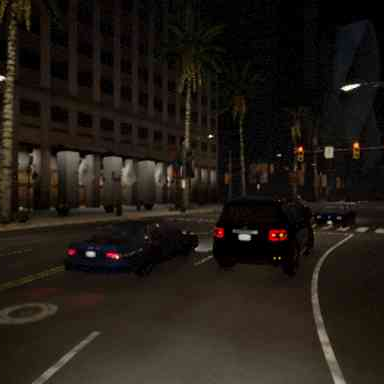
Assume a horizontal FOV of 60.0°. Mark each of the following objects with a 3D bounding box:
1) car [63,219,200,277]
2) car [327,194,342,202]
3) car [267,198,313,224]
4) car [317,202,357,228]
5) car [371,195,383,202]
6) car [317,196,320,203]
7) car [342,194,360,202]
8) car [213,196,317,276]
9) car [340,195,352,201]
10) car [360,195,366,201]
[{"bbox_3d":[-1.507,1.559,10.405,2.033,1.411,5.357,0,0,22],"label":"car"},{"bbox_3d":[31.256,1.575,73.464,1.837,1.490,4.892,0,0,34],"label":"car"},{"bbox_3d":[7.603,1.377,25.585,2.097,1.767,4.553,0,0,34],"label":"car"},{"bbox_3d":[9.880,1.624,22.707,1.895,1.301,4.718,0,0,34],"label":"car"},{"bbox_3d":[45.400,1.435,81.949,2.097,1.767,4.553,0,0,33],"label":"car"},{"bbox_3d":[26.193,1.586,71.649,2.161,1.482,4.786,0,0,33],"label":"car"},{"bbox_3d":[34.186,1.550,71.548,1.882,1.535,5.008,0,0,34],"label":"car"},{"bbox_3d":[2.516,1.233,10.794,2.150,2.045,5.566,0,0,26],"label":"car"},{"bbox_3d":[40.190,1.585,86.768,2.128,1.511,4.902,0,0,33],"label":"car"},{"bbox_3d":[43.318,1.527,85.154,1.882,1.535,5.008,0,0,33],"label":"car"}]
